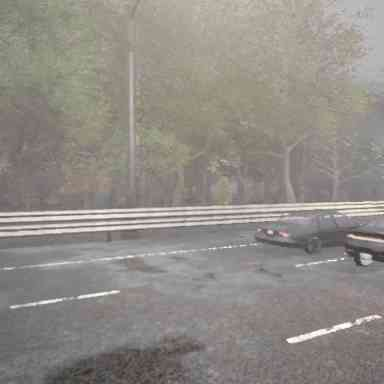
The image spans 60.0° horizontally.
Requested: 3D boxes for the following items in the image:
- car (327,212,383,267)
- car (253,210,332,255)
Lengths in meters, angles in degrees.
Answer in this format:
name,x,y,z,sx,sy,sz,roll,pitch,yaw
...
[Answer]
name,x,y,z,sx,sy,sz,roll,pitch,yaw
car,6.533,1.394,9.526,4.902,1.511,2.128,0,1,-28
car,4.908,1.416,12.628,5.357,1.411,2.033,0,1,-28
